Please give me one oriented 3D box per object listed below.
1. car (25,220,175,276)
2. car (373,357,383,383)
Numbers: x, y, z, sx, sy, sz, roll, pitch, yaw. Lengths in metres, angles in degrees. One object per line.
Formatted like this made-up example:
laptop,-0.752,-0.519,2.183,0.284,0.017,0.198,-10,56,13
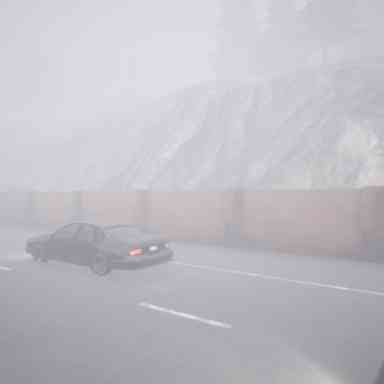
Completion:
car,-3.086,1.593,10.494,5.357,1.411,2.033,0,0,35
car,3.702,1.536,1.343,5.357,1.411,2.033,0,0,36
